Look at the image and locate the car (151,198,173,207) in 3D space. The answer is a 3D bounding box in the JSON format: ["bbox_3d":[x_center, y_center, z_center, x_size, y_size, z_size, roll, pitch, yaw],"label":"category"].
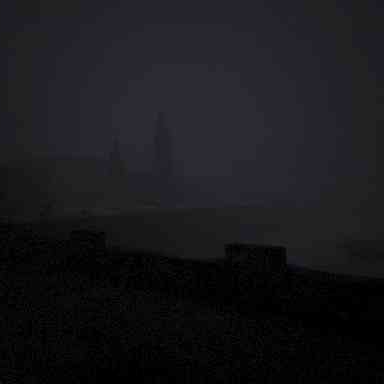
[{"bbox_3d":[-5.532,1.916,61.659,1.837,1.490,4.892,-1,-1,36],"label":"car"}]
